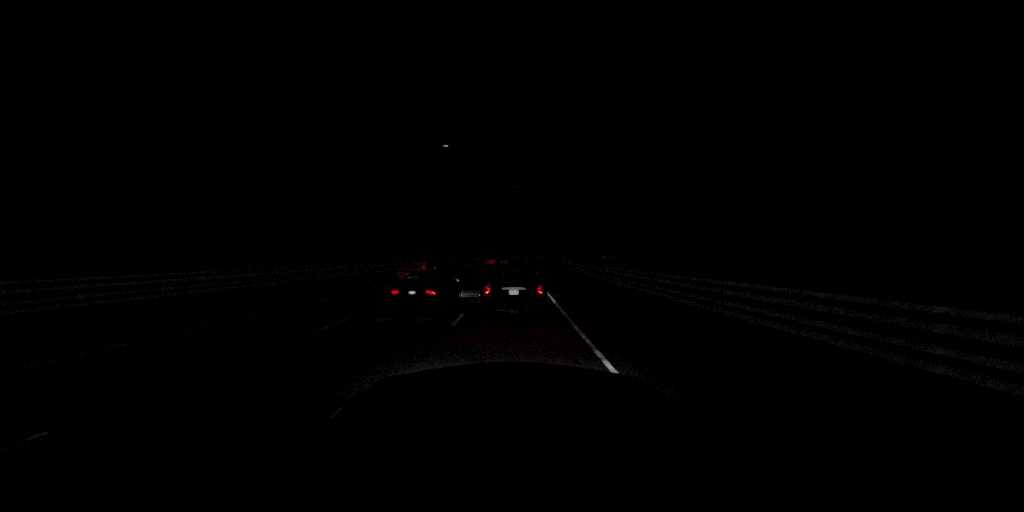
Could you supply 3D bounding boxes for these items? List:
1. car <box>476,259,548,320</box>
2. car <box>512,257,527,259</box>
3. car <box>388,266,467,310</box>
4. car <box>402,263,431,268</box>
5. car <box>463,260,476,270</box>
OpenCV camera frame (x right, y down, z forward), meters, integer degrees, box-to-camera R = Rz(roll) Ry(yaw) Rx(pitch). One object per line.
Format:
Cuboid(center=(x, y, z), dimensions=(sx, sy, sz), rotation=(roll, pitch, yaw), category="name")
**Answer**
Cuboid(center=(0.081, 1.104, 12.775), dimensions=(2.097, 1.767, 4.553), rotation=(0, 0, 1), category="car")
Cuboid(center=(1.170, 1.222, 48.701), dimensions=(1.837, 1.490, 4.892), rotation=(0, 0, 3), category="car")
Cuboid(center=(-3.338, 1.297, 14.665), dimensions=(2.033, 1.411, 5.357), rotation=(0, 0, 1), category="car")
Cuboid(center=(-6.607, 1.223, 25.510), dimensions=(1.882, 1.535, 5.008), rotation=(0, 0, 2), category="car")
Cuboid(center=(-5.669, 1.267, 50.545), dimensions=(1.994, 1.385, 4.181), rotation=(0, 0, 3), category="car")
